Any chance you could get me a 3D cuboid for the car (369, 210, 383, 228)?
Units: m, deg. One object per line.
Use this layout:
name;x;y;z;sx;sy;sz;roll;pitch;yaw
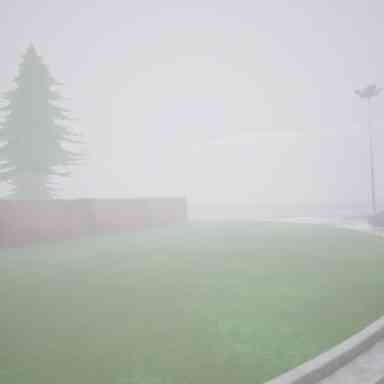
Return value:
car;12.831;1.636;20.737;1.994;1.385;4.181;-2;-1;2
